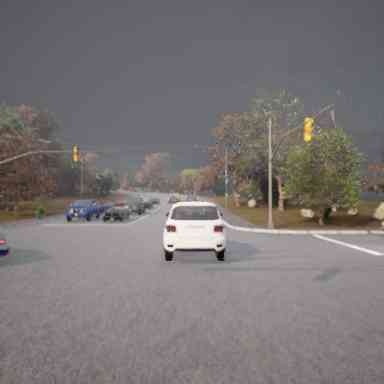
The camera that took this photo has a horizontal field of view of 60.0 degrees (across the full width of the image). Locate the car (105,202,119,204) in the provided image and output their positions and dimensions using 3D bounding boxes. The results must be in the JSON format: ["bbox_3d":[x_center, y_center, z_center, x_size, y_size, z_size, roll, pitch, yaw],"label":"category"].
[{"bbox_3d":[-10.583,2.021,43.265,2.033,1.411,5.357,0,1,1],"label":"car"}]

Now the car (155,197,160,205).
[{"bbox_3d":[-7.007,1.559,61.753,2.033,1.411,5.357,0,2,0],"label":"car"}]

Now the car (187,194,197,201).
[{"bbox_3d":[-0.113,1.207,73.393,1.994,1.385,4.181,0,2,-3],"label":"car"}]

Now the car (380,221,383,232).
[{"bbox_3d":[11.716,1.775,14.912,5.357,1.411,2.033,0,-1,-2],"label":"car"}]

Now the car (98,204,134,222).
[{"bbox_3d":[-7.090,2.099,31.611,1.895,1.301,4.718,0,0,-1],"label":"car"}]

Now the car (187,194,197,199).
[{"bbox_3d":[-0.008,1.453,63.343,2.128,1.511,4.902,0,2,0],"label":"car"}]

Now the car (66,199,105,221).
[{"bbox_3d":[-10.612,1.728,32.961,2.150,2.045,5.566,0,0,-2],"label":"car"}]

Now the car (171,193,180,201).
[{"bbox_3d":[-3.603,0.964,73.242,1.882,1.535,5.008,0,2,-3],"label":"car"}]

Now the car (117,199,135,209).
[{"bbox_3d":[-10.516,1.865,53.547,1.895,1.301,4.718,0,2,0],"label":"car"}]

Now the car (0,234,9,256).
[{"bbox_3d":[-8.569,1.722,12.018,5.357,1.411,2.033,-1,-2,39],"label":"car"}]

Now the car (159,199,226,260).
[{"bbox_3d":[0.097,1.423,13.503,2.150,2.045,5.566,0,-1,0],"label":"car"}]

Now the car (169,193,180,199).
[{"bbox_3d":[-3.508,1.530,63.190,1.994,1.385,4.181,0,2,0],"label":"car"}]

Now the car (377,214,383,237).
[{"bbox_3d":[13.147,1.894,18.461,4.718,1.301,1.895,0,-1,-2],"label":"car"}]

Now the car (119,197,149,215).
[{"bbox_3d":[-7.095,1.715,41.132,2.150,2.045,5.566,0,0,0],"label":"car"}]

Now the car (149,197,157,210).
[{"bbox_3d":[-7.046,1.930,51.063,1.895,1.301,4.718,0,1,1],"label":"car"}]
